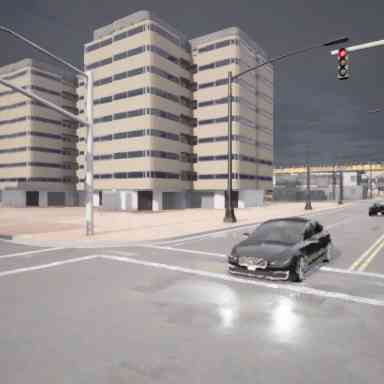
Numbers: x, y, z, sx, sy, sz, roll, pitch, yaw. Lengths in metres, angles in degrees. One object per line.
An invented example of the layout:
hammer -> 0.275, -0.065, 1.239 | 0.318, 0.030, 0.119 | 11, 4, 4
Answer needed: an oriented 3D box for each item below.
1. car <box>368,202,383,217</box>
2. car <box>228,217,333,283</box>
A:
car -> 17.716, 1.598, 30.976 | 1.895, 1.301, 4.718 | 0, 0, 35
car -> 2.822, 1.563, 9.942 | 1.837, 1.490, 4.892 | 0, 0, 35
